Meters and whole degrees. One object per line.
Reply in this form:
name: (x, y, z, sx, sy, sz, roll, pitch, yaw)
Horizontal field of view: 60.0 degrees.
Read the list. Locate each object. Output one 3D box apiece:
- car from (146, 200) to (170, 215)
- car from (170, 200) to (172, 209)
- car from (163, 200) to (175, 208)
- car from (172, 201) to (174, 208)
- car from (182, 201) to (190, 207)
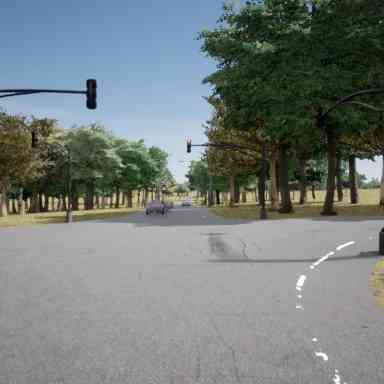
car: (-4.172, 1.738, 39.408, 2.097, 1.767, 4.553, 0, -1, 0)
car: (-4.336, 2.143, 48.410, 1.895, 1.301, 4.718, 0, -1, -1)
car: (-4.707, 2.455, 68.225, 2.128, 1.511, 4.902, 0, -2, -1)
car: (-4.554, 2.272, 58.215, 2.033, 1.411, 5.357, 0, -1, -1)
car: (-1.474, 2.898, 80.621, 1.994, 1.385, 4.181, 0, -2, -1)
